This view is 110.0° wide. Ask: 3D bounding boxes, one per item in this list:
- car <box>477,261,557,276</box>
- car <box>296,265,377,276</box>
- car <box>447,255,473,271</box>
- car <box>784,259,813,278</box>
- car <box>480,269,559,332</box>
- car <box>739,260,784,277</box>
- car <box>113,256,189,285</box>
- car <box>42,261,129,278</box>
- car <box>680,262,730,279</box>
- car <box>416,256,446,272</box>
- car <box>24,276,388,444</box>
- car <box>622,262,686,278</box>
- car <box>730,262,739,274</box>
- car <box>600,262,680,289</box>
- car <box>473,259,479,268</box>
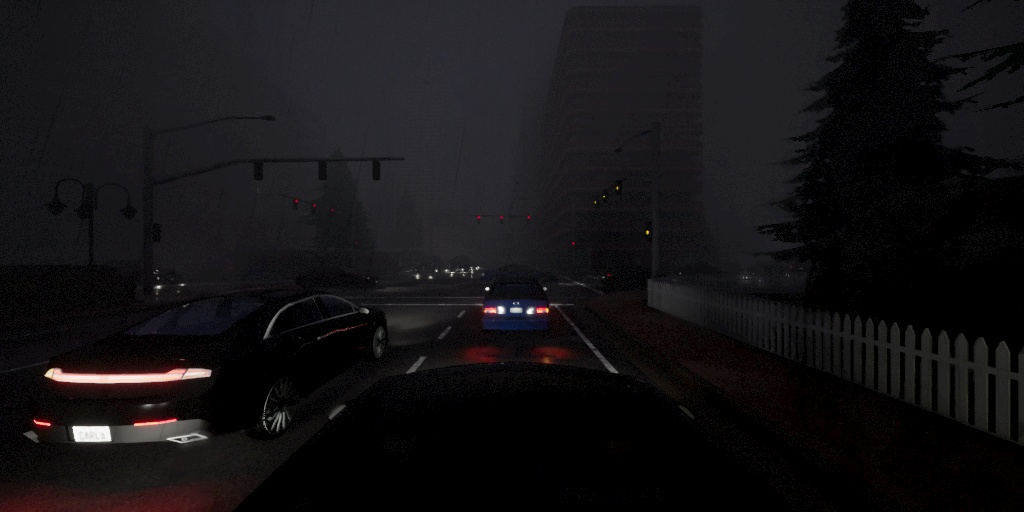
[{"bbox_3d":[0.490,1.276,24.948,5.357,1.411,2.033,0,0,-1],"label":"car"},{"bbox_3d":[-10.395,1.257,21.371,4.674,1.442,1.812,0,0,0],"label":"car"},{"bbox_3d":[-7.059,0.971,49.103,2.150,2.045,5.566,0,0,0],"label":"car"},{"bbox_3d":[26.117,1.046,31.077,4.553,1.767,2.097,0,0,-29],"label":"car"},{"bbox_3d":[0.122,1.297,10.772,2.033,1.411,5.357,0,0,1],"label":"car"},{"bbox_3d":[24.368,1.242,34.225,5.357,1.411,2.033,0,0,-31],"label":"car"},{"bbox_3d":[-25.722,1.047,24.773,4.553,1.767,2.097,0,0,0],"label":"car"},{"bbox_3d":[-26.308,1.199,21.268,4.892,1.490,1.837,0,0,0],"label":"car"},{"bbox_3d":[15.888,1.258,30.549,4.181,1.385,1.994,0,0,-20],"label":"car"},{"bbox_3d":[-10.530,0.971,45.944,2.150,2.045,5.566,0,0,2],"label":"car"},{"bbox_3d":[-3.427,1.242,5.359,2.128,1.511,4.902,0,0,0],"label":"car"},{"bbox_3d":[13.154,1.242,33.374,5.357,1.411,2.033,0,0,-13],"label":"car"},{"bbox_3d":[22.055,1.295,36.938,4.718,1.301,1.895,0,0,-30],"label":"car"},{"bbox_3d":[7.491,1.256,21.748,4.181,1.385,1.994,0,0,-4],"label":"car"},{"bbox_3d":[-7.026,1.255,58.914,1.837,1.490,4.892,0,0,0],"label":"car"}]
